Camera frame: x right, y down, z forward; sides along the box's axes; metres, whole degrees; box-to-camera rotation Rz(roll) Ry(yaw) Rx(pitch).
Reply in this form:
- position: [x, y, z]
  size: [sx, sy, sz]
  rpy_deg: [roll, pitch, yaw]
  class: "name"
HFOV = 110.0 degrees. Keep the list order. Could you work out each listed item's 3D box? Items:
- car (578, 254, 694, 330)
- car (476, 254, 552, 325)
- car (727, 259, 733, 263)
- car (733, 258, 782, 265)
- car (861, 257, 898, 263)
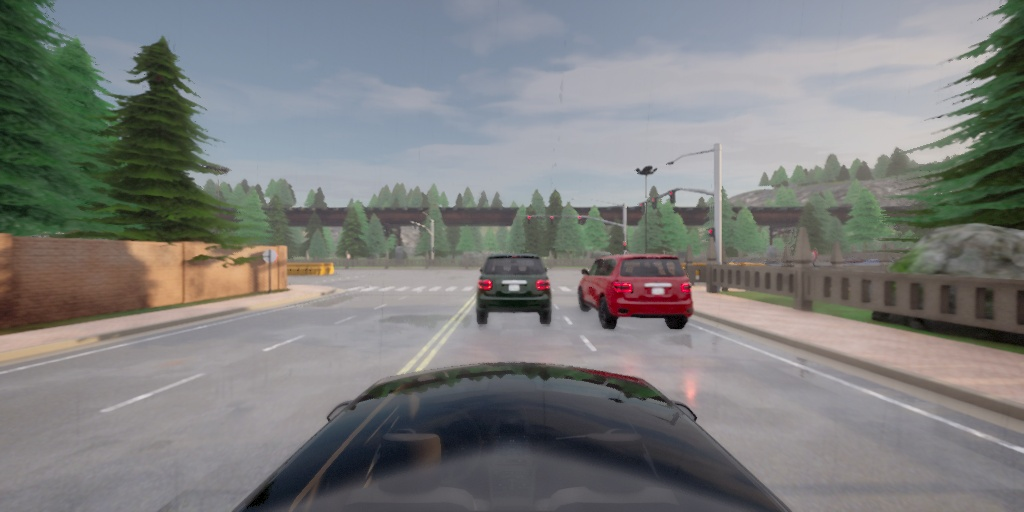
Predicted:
- position: [3.560, 0.982, 11.373]
  size: [2.150, 2.045, 5.566]
  rpy_deg: [0, -1, 0]
  class: "car"
- position: [0.059, 0.980, 12.050]
  size: [2.150, 2.045, 5.566]
  rpy_deg: [0, -1, 0]
  class: "car"
- position: [31.293, 1.371, 46.569]
  size: [5.357, 1.411, 2.033]
  rpy_deg: [0, 0, 0]
  class: "car"
- position: [29.863, 1.323, 43.083]
  size: [4.892, 1.490, 1.837]
  rpy_deg: [0, 0, 0]
  class: "car"
- position: [45.954, 1.023, 43.039]
  size: [5.357, 1.411, 2.033]
  rpy_deg: [-3, 0, 1]
  class: "car"
